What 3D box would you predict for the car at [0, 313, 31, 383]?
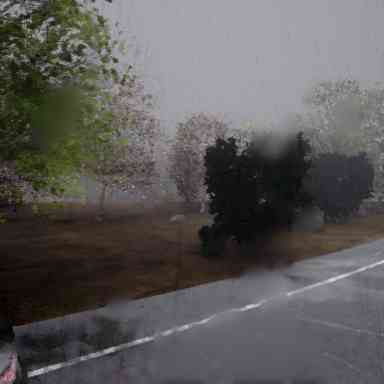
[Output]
[{"bbox_3d":[-3.391,1.505,1.407,4.902,1.511,2.128,0,0,-36],"label":"car"}]
